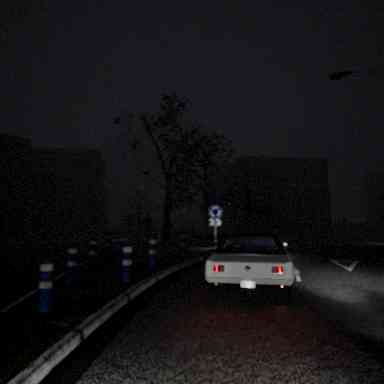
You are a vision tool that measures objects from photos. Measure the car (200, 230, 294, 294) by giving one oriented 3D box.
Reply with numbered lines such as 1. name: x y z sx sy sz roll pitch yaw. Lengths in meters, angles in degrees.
1. car: 1.664 1.769 9.134 1.895 1.301 4.718 -1 -4 13

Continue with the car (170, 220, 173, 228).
1. car: -4.930 6.720 70.709 1.812 1.442 4.674 1 -1 -4

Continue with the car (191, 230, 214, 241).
1. car: 2.189 5.319 40.367 4.718 1.301 1.895 0 -7 4
